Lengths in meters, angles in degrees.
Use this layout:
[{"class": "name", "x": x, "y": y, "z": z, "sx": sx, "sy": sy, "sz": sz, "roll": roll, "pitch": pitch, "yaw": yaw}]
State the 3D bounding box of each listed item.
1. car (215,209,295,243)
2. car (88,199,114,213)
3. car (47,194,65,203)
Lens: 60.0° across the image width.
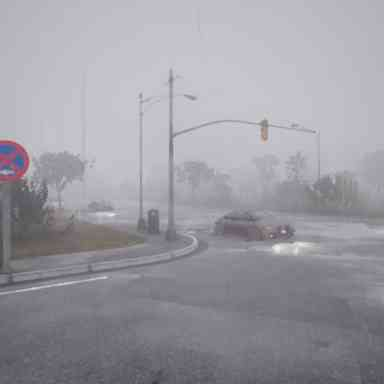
[{"class": "car", "x": 2.931, "y": 1.550, "z": 16.212, "sx": 1.994, "sy": 1.385, "sz": 4.181, "roll": 0, "pitch": 0, "yaw": -33}, {"class": "car", "x": -10.060, "y": 1.518, "z": 36.607, "sx": 1.994, "sy": 1.385, "sz": 4.181, "roll": 0, "pitch": 0, "yaw": -32}, {"class": "car", "x": -23.269, "y": 1.067, "z": 56.987, "sx": 1.994, "sy": 1.385, "sz": 4.181, "roll": 0, "pitch": 1, "yaw": -40}]
